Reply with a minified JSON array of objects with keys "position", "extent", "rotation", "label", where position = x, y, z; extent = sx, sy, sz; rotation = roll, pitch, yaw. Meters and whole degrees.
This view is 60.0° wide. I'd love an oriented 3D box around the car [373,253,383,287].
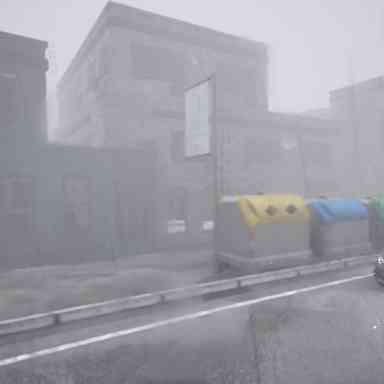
[{"position":[6.261,1.494,7.792],"extent":[4.674,1.442,1.812],"rotation":[0,0,-31],"label":"car"}]
